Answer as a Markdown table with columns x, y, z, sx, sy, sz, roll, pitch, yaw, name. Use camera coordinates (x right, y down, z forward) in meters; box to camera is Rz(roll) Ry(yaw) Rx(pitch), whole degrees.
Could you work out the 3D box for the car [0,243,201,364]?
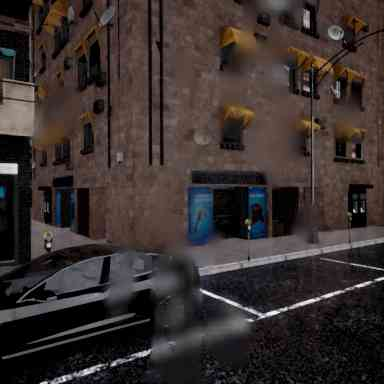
| x | y | z | sx | sy | sz | roll | pitch | yaw | name |
| --- | --- | --- | --- | --- | --- | --- | --- | --- | --- |
| -1.837 | 1.566 | 5.256 | 4.313 | 1.339 | 1.947 | 0 | 0 | -36 | car |
